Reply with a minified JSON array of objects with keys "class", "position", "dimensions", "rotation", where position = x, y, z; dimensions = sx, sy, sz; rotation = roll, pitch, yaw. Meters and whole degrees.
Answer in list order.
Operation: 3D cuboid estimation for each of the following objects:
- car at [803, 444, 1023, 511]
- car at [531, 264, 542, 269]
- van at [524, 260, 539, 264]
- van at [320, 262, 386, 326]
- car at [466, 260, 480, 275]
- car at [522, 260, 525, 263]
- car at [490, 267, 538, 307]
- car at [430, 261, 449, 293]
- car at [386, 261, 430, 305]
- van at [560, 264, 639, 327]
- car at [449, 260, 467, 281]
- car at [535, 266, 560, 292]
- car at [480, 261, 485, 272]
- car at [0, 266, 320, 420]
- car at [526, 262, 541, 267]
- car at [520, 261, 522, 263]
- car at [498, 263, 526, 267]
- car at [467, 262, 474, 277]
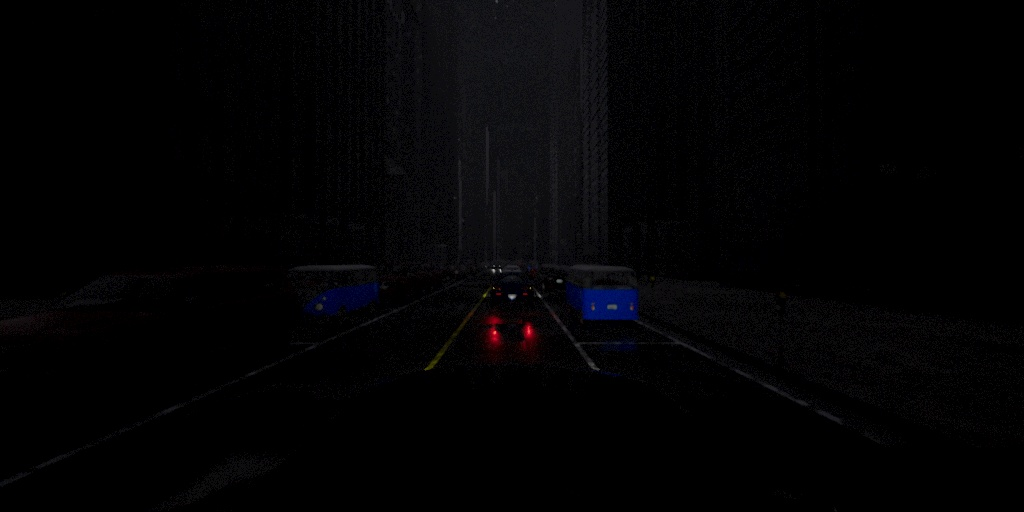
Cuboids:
[{"class":"car","position":[2.762,1.304,0.510],"dimensions":[1.948,1.339,4.313],"rotation":[0,0,0]},{"class":"car","position":[2.768,1.571,28.554],"dimensions":[1.948,1.339,4.313],"rotation":[0,0,0]},{"class":"van","position":[2.771,1.512,45.380],"dimensions":[1.690,1.789,3.998],"rotation":[0,0,0]},{"class":"van","position":[-5.761,1.184,11.711],"dimensions":[1.690,1.789,3.998],"rotation":[0,0,0]},{"class":"car","position":[-5.754,1.486,45.367],"dimensions":[2.192,1.841,5.009],"rotation":[0,0,0]},{"class":"car","position":[2.772,1.667,50.989],"dimensions":[1.967,1.591,4.097],"rotation":[0,0,0]},{"class":"car","position":[0.008,1.412,16.250],"dimensions":[1.812,1.442,4.674],"rotation":[0,0,0]},{"class":"car","position":[-5.758,1.265,22.930],"dimensions":[2.192,1.841,5.009],"rotation":[0,0,0]},{"class":"car","position":[-5.760,1.211,17.321],"dimensions":[2.192,1.841,5.009],"rotation":[0,0,0]},{"class":"van","position":[2.765,1.185,11.727],"dimensions":[1.690,1.789,3.998],"rotation":[0,0,0]},{"class":"car","position":[-5.756,1.500,34.149],"dimensions":[1.967,1.591,4.097],"rotation":[0,0,0]},{"class":"car","position":[2.767,1.517,22.944],"dimensions":[1.948,1.339,4.313],"rotation":[0,0,0]},{"class":"car","position":[-5.752,1.849,56.585],"dimensions":[1.948,1.339,4.313],"rotation":[0,0,0]},{"class":"car","position":[-5.762,1.105,6.103],"dimensions":[2.192,1.841,5.009],"rotation":[0,0,0]},{"class":"car","position":[2.770,1.661,39.771],"dimensions":[1.888,1.381,4.507],"rotation":[0,0,0]},{"class":"car","position":[2.775,1.907,62.206],"dimensions":[1.948,1.339,4.313],"rotation":[0,0,0]},{"class":"car","position":[0.011,1.558,31.236],"dimensions":[1.812,1.442,4.674],"rotation":[0,0,0]},{"class":"car","position":[-5.755,1.666,39.758],"dimensions":[2.007,1.370,4.403],"rotation":[0,0,0]}]
